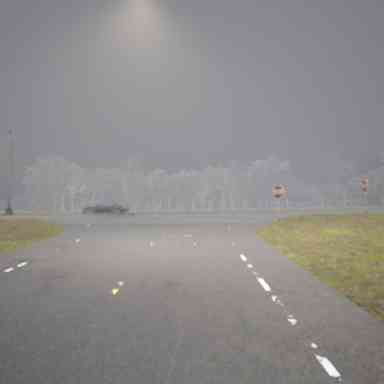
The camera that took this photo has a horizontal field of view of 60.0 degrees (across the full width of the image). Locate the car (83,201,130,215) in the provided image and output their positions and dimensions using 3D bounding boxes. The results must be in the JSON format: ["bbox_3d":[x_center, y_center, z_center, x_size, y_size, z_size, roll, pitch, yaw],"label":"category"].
[{"bbox_3d":[-8.701,1.653,33.795,4.674,1.442,1.812,0,-3,0],"label":"car"}]
